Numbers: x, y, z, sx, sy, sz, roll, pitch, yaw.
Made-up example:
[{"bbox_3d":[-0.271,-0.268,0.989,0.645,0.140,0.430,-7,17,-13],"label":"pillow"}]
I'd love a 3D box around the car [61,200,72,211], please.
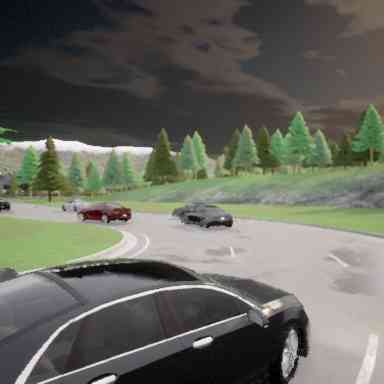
[{"bbox_3d":[-14.048,1.613,40.485,4.674,1.442,1.812,0,0,42],"label":"car"}]

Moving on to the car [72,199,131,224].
[{"bbox_3d":[-6.767,1.533,25.453,5.008,1.535,1.882,0,-1,39],"label":"car"}]

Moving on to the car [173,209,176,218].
[{"bbox_3d":[0.268,1.632,28.625,1.994,1.385,4.181,0,0,-45],"label":"car"}]

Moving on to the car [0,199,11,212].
[{"bbox_3d":[-23.243,1.556,39.589,5.008,1.535,1.882,-1,-1,45],"label":"car"}]

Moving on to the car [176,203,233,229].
[{"bbox_3d":[0.922,1.617,22.378,1.994,1.385,4.181,0,0,-28],"label":"car"}]

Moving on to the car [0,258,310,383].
[{"bbox_3d":[-0.540,1.513,3.554,4.892,1.490,1.837,0,2,-43],"label":"car"}]

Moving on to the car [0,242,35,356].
[{"bbox_3d":[-4.777,1.608,4.421,4.718,1.301,1.895,0,0,-31],"label":"car"}]
